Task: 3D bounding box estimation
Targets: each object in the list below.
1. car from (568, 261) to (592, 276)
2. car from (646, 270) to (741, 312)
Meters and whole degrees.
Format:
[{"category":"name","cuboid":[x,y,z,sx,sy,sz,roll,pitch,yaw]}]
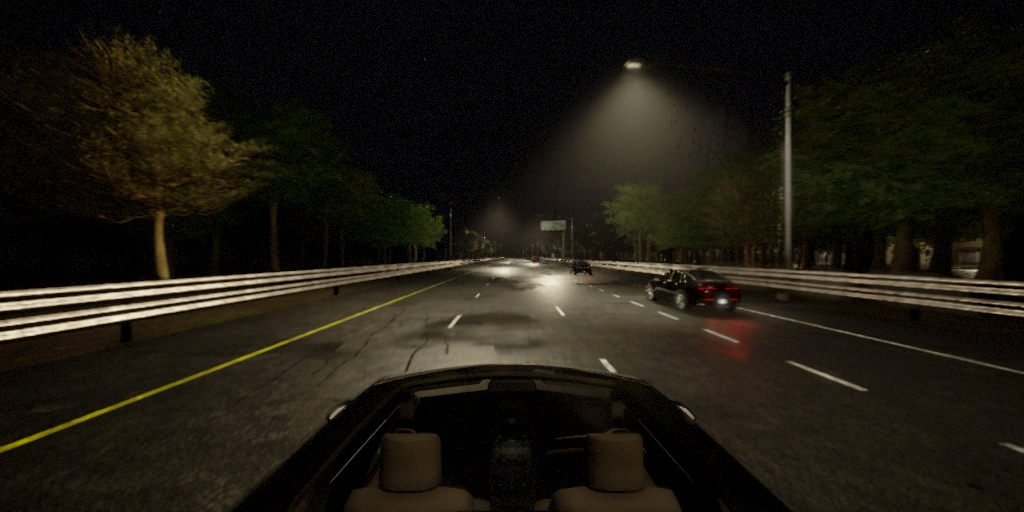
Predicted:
[{"category":"car","cuboid":[7.046,1.291,37.346,1.837,1.490,4.892,0,0,0]},{"category":"car","cuboid":[7.000,1.272,14.349,1.837,1.490,4.892,0,0,0]}]
